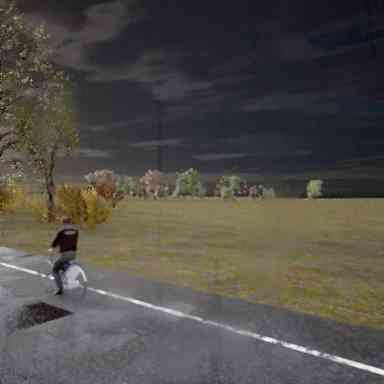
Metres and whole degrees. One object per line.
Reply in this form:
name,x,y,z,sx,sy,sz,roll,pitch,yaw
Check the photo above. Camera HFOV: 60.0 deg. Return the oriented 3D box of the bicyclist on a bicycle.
bicyclist on a bicycle,-2.871,1.400,7.234,1.843,1.776,0.659,0,0,37
